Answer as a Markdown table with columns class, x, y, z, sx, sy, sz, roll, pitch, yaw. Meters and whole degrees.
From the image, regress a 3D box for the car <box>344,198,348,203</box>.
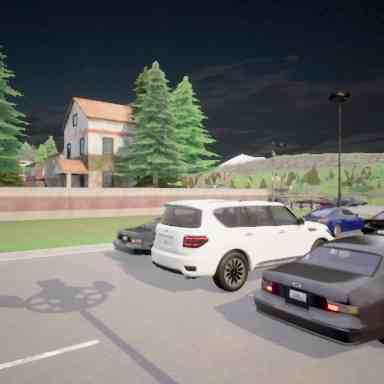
| class | x | y | z | sx | sy | sz | roll | pitch | yaw |
| --- | --- | --- | --- | --- | --- | --- | --- | --- | --- |
| car | 19.675 | 1.558 | 48.240 | 1.994 | 1.385 | 4.181 | 0 | 0 | -36 |

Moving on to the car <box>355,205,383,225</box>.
| class | x | y | z | sx | sy | sz | roll | pitch | yaw |
| --- | --- | --- | --- | --- | --- | --- | --- | --- | --- |
| car | 9.678 | 1.476 | 14.937 | 5.008 | 1.535 | 1.882 | 0 | 0 | -35 |

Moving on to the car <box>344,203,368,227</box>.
| class | x | y | z | sx | sy | sz | roll | pitch | yaw |
| --- | --- | --- | --- | --- | --- | --- | --- | --- | --- |
| car | 7.671 | 1.524 | 17.804 | 4.674 | 1.442 | 1.812 | 0 | 0 | -35 |

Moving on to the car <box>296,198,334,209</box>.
| class | x | y | z | sx | sy | sz | roll | pitch | yaw |
| --- | --- | --- | --- | --- | --- | --- | --- | --- | --- |
| car | 16.946 | 1.596 | 46.037 | 1.895 | 1.301 | 4.718 | 0 | 0 | -36 |

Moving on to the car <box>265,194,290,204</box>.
| class | x | y | z | sx | sy | sz | roll | pitch | yaw |
| --- | --- | --- | --- | --- | --- | --- | --- | --- | --- |
| car | 16.574 | 1.346 | 64.583 | 2.097 | 1.767 | 4.553 | 0 | 0 | -35 |

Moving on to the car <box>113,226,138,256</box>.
| class | x | y | z | sx | sy | sz | roll | pitch | yaw |
| --- | --- | --- | --- | --- | --- | --- | --- | --- | --- |
| car | -0.133 | 1.547 | 12.243 | 5.357 | 1.411 | 2.033 | 0 | 0 | -36 |

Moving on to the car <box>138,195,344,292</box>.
| class | x | y | z | sx | sy | sz | roll | pitch | yaw |
| --- | --- | --- | --- | --- | --- | --- | --- | --- | --- |
| car | 1.587 | 1.221 | 9.178 | 5.566 | 2.045 | 2.150 | 0 | 0 | -36 |

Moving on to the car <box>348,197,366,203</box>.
| class | x | y | z | sx | sy | sz | roll | pitch | yaw |
| --- | --- | --- | --- | --- | --- | --- | --- | --- | --- |
| car | 22.638 | 1.541 | 50.115 | 2.033 | 1.411 | 5.357 | 0 | 0 | -36 |

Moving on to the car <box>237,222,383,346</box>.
| class | x | y | z | sx | sy | sz | roll | pitch | yaw |
| --- | --- | --- | --- | --- | --- | --- | --- | --- | --- |
| car | 3.566 | 1.547 | 6.289 | 5.357 | 1.411 | 2.033 | 0 | 0 | -36 |
